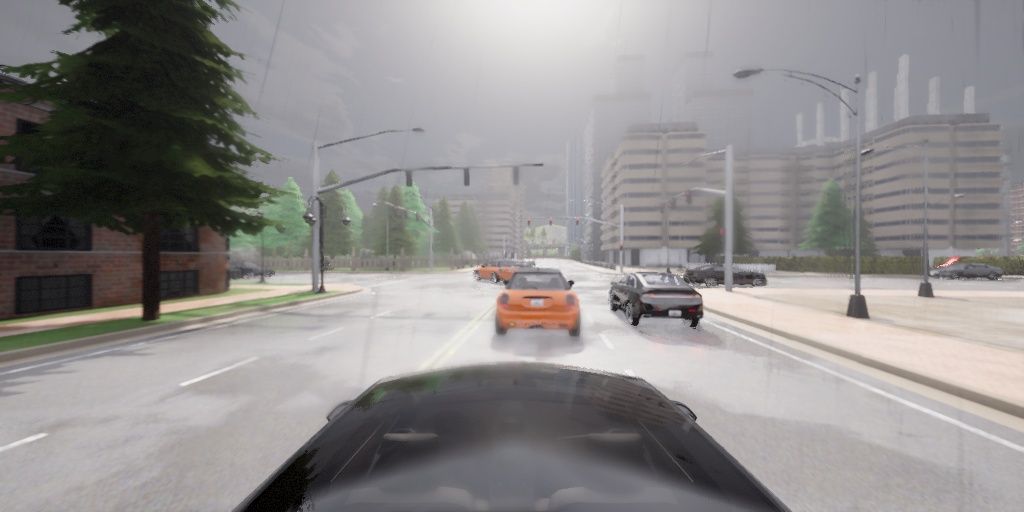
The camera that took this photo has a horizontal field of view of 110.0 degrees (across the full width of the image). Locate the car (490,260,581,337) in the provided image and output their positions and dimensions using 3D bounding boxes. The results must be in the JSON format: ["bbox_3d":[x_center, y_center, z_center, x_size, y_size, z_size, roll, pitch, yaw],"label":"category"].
[{"bbox_3d":[0.781,1.111,10.556,2.097,1.767,4.553,0,0,5],"label":"car"}]

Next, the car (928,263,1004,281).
[{"bbox_3d":[40.223,1.385,31.915,4.902,1.511,2.128,0,0,6],"label":"car"}]

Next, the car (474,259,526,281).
[{"bbox_3d":[-1.236,1.111,27.918,2.097,1.767,4.553,0,0,-31],"label":"car"}]

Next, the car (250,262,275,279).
[{"bbox_3d":[-23.079,1.196,30.973,4.892,1.490,1.837,0,0,6],"label":"car"}]

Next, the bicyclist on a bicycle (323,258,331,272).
[{"bbox_3d":[-21.661,1.002,41.859,0.582,1.620,1.656,0,0,6],"label":"bicyclist on a bicycle"}]

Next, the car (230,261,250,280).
[{"bbox_3d":[-22.980,1.253,27.446,4.181,1.385,1.994,0,0,6],"label":"car"}]

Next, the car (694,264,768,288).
[{"bbox_3d":[14.147,1.284,23.810,5.008,1.535,1.882,0,-1,0],"label":"car"}]

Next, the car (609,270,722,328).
[{"bbox_3d":[4.376,1.259,11.557,2.128,1.511,4.902,0,0,5],"label":"car"}]
